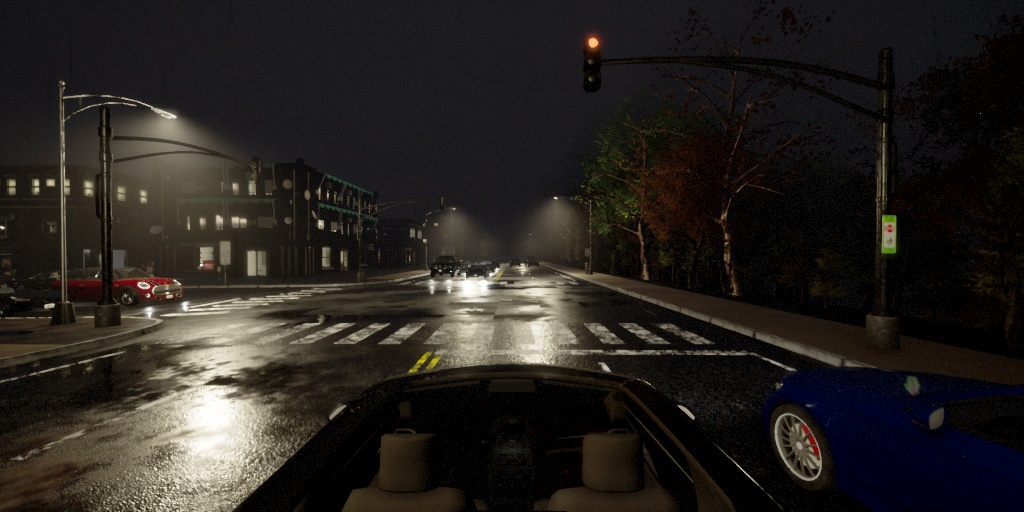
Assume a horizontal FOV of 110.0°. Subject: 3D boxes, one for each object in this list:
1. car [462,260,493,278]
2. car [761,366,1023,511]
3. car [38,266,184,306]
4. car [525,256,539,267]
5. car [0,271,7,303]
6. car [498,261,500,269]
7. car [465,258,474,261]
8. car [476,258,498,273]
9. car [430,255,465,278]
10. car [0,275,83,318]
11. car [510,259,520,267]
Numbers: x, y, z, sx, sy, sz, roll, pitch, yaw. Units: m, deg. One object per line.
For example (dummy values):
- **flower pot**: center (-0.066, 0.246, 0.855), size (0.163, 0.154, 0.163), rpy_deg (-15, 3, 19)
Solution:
- **car**: center (-3.110, 1.341, 33.009), size (1.895, 1.301, 4.718), rpy_deg (0, 0, 0)
- **car**: center (3.354, 1.276, 1.567), size (1.812, 1.442, 4.674), rpy_deg (0, 0, 1)
- **car**: center (-17.993, 1.302, 16.466), size (4.553, 1.767, 2.097), rpy_deg (-1, 1, 0)
- **car**: center (3.839, 1.203, 64.633), size (1.882, 1.535, 5.008), rpy_deg (0, 0, 1)
- **car**: center (-27.203, 1.548, 16.521), size (4.902, 1.511, 2.128), rpy_deg (-1, 1, 0)
- **car**: center (-2.905, 1.294, 56.187), size (1.994, 1.385, 4.181), rpy_deg (0, 0, 1)
- **car**: center (-6.263, 1.240, 45.132), size (1.837, 1.490, 4.892), rpy_deg (0, 0, 0)
- **car**: center (-3.032, 1.300, 42.271), size (1.994, 1.385, 4.181), rpy_deg (0, 0, 1)
- **car**: center (-6.321, 0.961, 34.844), size (2.150, 2.045, 5.566), rpy_deg (0, 0, 2)
- **car**: center (-19.857, 1.565, 13.749), size (4.313, 1.339, 1.948), rpy_deg (0, 0, 1)
- **car**: center (0.589, 1.230, 64.793), size (1.837, 1.490, 4.892), rpy_deg (0, 0, 0)
